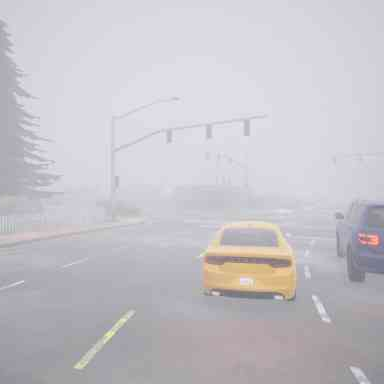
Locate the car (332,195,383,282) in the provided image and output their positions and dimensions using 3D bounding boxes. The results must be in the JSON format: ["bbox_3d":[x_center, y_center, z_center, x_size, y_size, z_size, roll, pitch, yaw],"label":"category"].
[{"bbox_3d":[5.479,1.221,9.507,2.150,2.045,5.566,0,0,19],"label":"car"}]

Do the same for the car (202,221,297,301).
[{"bbox_3d":[1.513,1.478,8.484,1.882,1.535,5.008,0,0,12],"label":"car"}]

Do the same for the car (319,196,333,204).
[{"bbox_3d":[25.548,1.563,64.674,1.994,1.385,4.181,0,0,32],"label":"car"}]

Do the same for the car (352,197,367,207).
[{"bbox_3d":[26.905,1.504,53.330,1.837,1.490,4.892,0,0,32],"label":"car"}]

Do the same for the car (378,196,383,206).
[{"bbox_3d":[31.161,1.477,53.568,1.882,1.535,5.008,0,0,32],"label":"car"}]

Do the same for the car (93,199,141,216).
[{"bbox_3d":[-7.172,1.560,32.794,4.892,1.490,1.837,0,0,34],"label":"car"}]

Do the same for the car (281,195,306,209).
[{"bbox_3d":[13.550,1.491,45.350,2.128,1.511,4.902,0,0,32],"label":"car"}]

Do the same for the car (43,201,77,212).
[{"bbox_3d":[-15.011,1.581,37.705,4.674,1.442,1.812,0,0,32],"label":"car"}]

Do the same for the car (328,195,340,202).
[{"bbox_3d":[32.239,1.518,75.549,1.812,1.442,4.674,0,0,32],"label":"car"}]

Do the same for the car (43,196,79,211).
[{"bbox_3d":[-16.939,1.407,43.044,4.553,1.767,2.097,0,0,32],"label":"car"}]

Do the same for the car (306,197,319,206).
[{"bbox_3d":[18.698,1.525,53.693,1.812,1.442,4.674,0,0,31],"label":"car"}]

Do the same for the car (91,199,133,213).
[{"bbox_3d":[-9.226,1.560,38.216,4.892,1.490,1.837,0,0,32],"label":"car"}]
